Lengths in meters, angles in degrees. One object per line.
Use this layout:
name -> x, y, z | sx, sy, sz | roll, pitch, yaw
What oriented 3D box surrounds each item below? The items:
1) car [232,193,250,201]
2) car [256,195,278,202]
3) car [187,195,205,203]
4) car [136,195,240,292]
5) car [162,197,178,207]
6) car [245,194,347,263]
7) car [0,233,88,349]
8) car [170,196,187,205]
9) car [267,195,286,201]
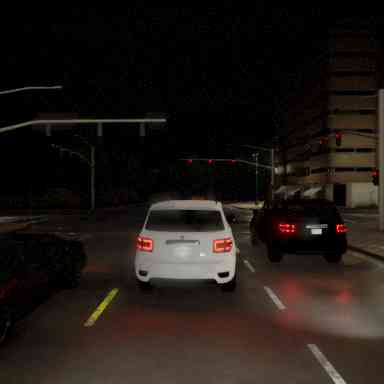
car -> 13.073, 1.225, 80.741 | 5.566, 2.045, 2.150 | 0, 0, -41
car -> 18.202, 1.540, 80.233 | 5.357, 1.411, 2.033 | 0, 0, -34
car -> 0.834, 1.478, 70.739 | 1.882, 1.535, 5.008 | 0, 0, 27
car -> 0.016, 1.221, 9.154 | 2.150, 2.045, 5.566 | 0, 0, 4
car -> -3.363, 1.505, 51.610 | 1.837, 1.490, 4.892 | 0, 0, 3
car -> 3.577, 1.221, 12.180 | 2.150, 2.045, 5.566 | 0, 0, 0
car -> -3.602, 1.547, 6.349 | 2.033, 1.411, 5.357 | 0, 0, 0
car -> -2.426, 1.503, 60.844 | 1.837, 1.490, 4.892 | 0, 0, 13
car -> 21.840, 1.524, 86.259 | 4.674, 1.442, 1.812 | 0, 0, -22
